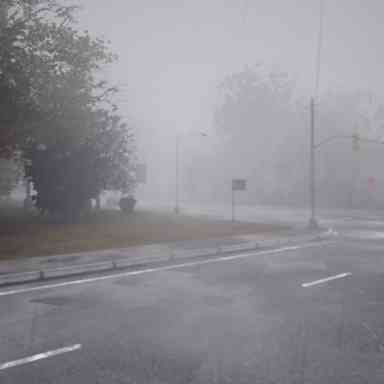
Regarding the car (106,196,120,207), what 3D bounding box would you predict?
[{"bbox_3d":[-11.117,1.410,49.059,1.837,1.490,4.892,0,0,-38],"label":"car"}]
